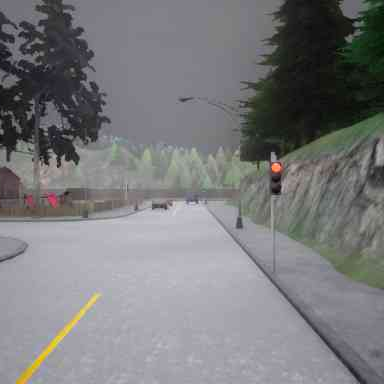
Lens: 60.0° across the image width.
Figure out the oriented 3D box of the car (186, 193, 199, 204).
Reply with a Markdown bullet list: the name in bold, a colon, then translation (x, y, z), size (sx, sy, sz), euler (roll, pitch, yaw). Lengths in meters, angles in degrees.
- **car**: translation (0.068, 1.221, 62.571), size (2.150, 2.045, 5.566), euler (0, 0, 0)

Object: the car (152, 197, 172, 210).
- **car**: translation (-4.053, 1.478, 42.940), size (1.882, 1.535, 5.008), euler (0, 0, 0)
